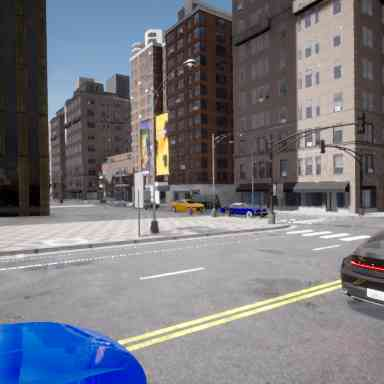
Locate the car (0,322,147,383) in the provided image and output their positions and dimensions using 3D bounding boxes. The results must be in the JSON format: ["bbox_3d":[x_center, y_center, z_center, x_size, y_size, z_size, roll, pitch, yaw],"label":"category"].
[{"bbox_3d":[-2.584,1.478,1.598,5.008,1.535,1.882,0,0,-35],"label":"car"}]

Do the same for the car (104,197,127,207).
[{"bbox_3d":[-12.418,1.799,55.304,1.895,1.301,4.718,-1,0,-35],"label":"car"}]

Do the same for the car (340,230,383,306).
[{"bbox_3d":[5.106,1.504,7.087,4.892,1.490,1.837,0,0,-36],"label":"car"}]

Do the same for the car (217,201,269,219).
[{"bbox_3d":[4.809,1.695,30.762,1.895,1.301,4.718,-1,0,-35],"label":"car"}]

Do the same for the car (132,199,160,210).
[{"bbox_3d":[-6.551,1.709,46.900,2.033,1.411,5.357,-1,0,-36],"label":"car"}]

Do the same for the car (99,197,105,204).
[{"bbox_3d":[-17.206,1.742,67.576,2.033,1.411,5.357,-1,0,-35],"label":"car"}]

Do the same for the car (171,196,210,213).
[{"bbox_3d":[-0.545,1.603,38.366,1.882,1.535,5.008,-1,0,-35],"label":"car"}]

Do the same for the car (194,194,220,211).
[{"bbox_3d":[1.176,1.297,41.438,2.150,2.045,5.566,-1,0,-35],"label":"car"}]
